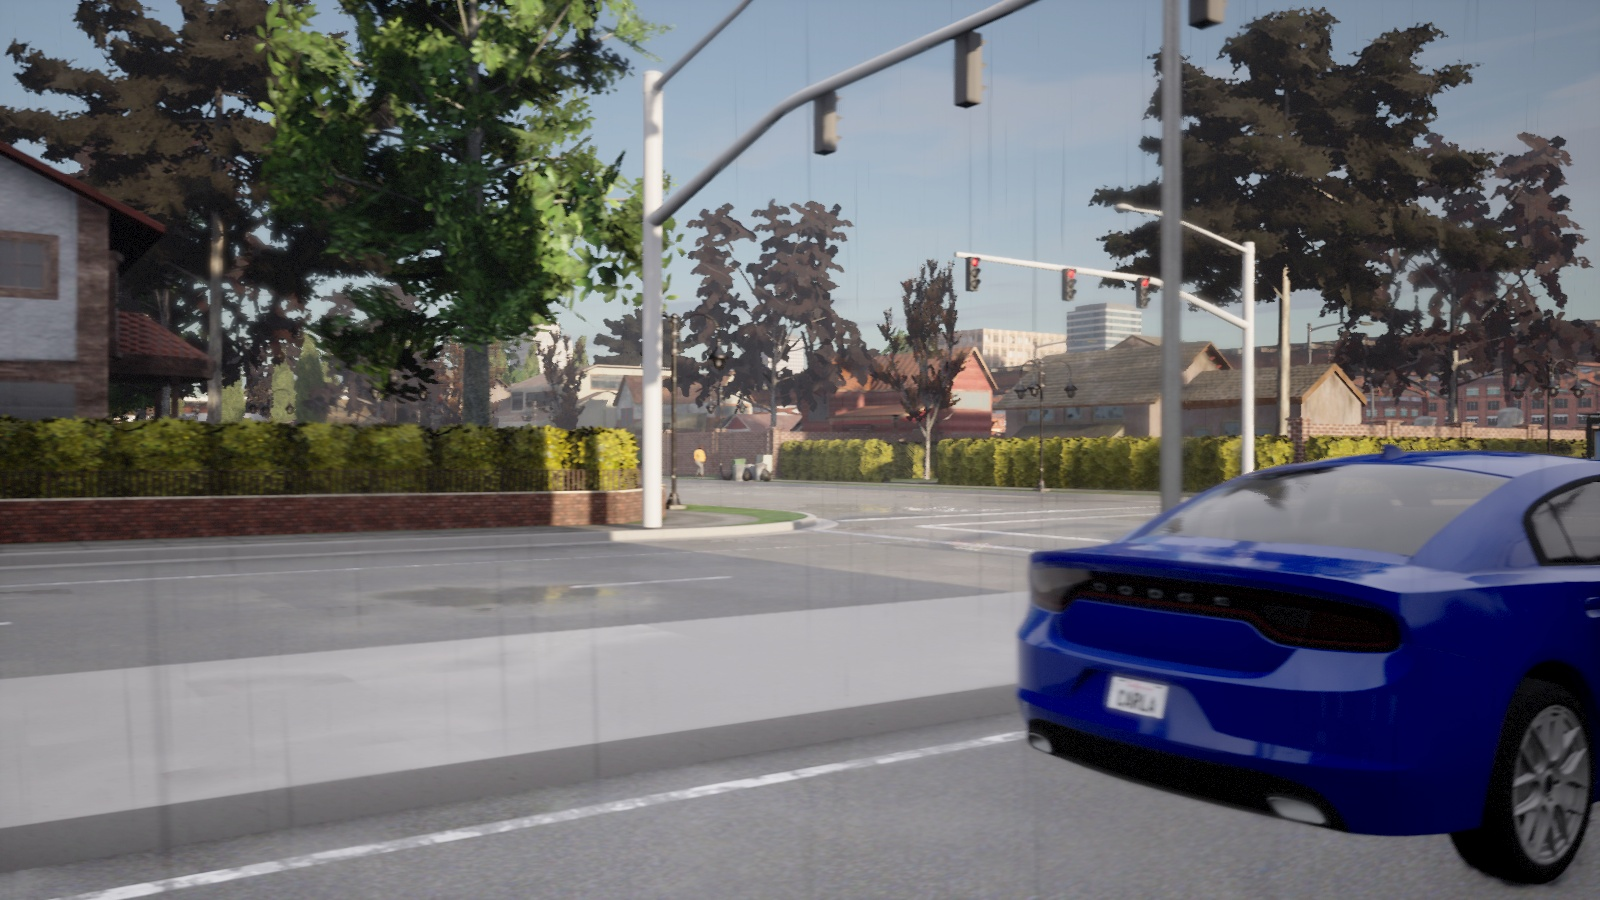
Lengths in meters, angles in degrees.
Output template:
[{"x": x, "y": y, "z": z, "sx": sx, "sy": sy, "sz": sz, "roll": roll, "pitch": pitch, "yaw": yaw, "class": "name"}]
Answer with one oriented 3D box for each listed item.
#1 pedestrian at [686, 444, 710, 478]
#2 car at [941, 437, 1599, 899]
[{"x": -5.459, "y": 0.586, "z": 67.282, "sx": 0.900, "sy": 1.855, "sz": 0.874, "roll": 0, "pitch": 0, "yaw": 43, "class": "pedestrian"}, {"x": 3.185, "y": 0.730, "z": 5.876, "sx": 5.008, "sy": 1.535, "sz": 1.882, "roll": 0, "pitch": 0, "yaw": -35, "class": "car"}]
